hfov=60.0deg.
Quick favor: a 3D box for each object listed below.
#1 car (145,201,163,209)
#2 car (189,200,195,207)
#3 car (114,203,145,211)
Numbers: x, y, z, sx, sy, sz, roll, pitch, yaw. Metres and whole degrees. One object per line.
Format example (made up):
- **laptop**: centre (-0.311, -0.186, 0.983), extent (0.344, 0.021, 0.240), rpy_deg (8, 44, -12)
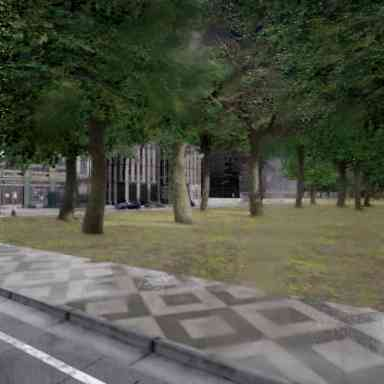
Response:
- **car**: centre (-7.456, 2.498, 64.750), extent (1.994, 1.385, 4.181), rpy_deg (0, -1, 34)
- **car**: centre (-1.693, 2.229, 67.917), extent (2.150, 2.045, 5.566), rpy_deg (0, -1, 34)
- **car**: centre (-10.529, 2.412, 54.851), extent (1.895, 1.301, 4.718), rpy_deg (0, -1, 34)
